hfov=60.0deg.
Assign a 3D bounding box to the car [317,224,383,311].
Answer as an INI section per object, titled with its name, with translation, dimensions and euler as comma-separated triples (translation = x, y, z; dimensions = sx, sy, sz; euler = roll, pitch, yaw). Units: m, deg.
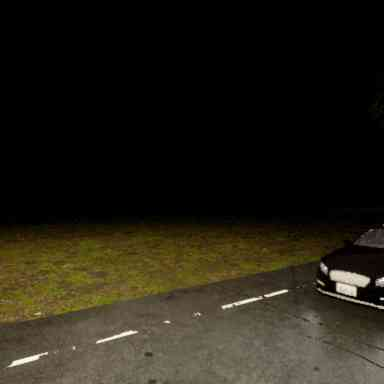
[car]
translation = 4.767, 1.487, 7.405
dimensions = 4.902, 1.511, 2.128
euler = 0, 0, -36
